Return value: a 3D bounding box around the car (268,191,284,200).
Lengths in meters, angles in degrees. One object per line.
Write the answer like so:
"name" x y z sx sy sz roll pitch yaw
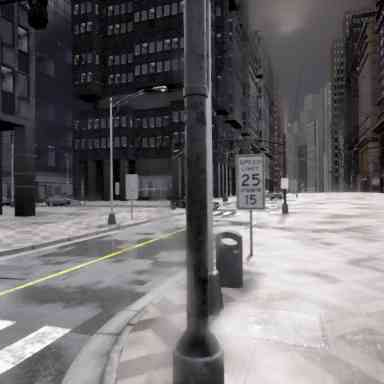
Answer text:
"car" 14.628 0.630 56.783 1.895 1.301 4.718 -1 1 19

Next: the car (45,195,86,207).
"car" -14.879 1.126 39.137 4.902 1.511 2.128 -1 0 19

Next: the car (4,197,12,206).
"car" -27.384 1.336 46.802 4.181 1.385 1.994 -1 0 20

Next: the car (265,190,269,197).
"car" 14.684 0.427 66.601 2.128 1.511 4.902 -1 1 19

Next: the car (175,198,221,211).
"car" 0.544 1.111 31.651 1.895 1.301 4.718 -1 1 -41
